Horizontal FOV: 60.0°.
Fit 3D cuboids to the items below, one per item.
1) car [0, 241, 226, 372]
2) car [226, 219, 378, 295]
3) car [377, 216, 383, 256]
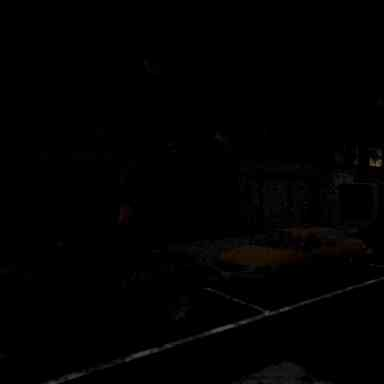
[{"bbox_3d":[-1.754,1.564,5.515,4.313,1.339,1.947,0,0,-36],"label":"car"},{"bbox_3d":[2.721,1.518,8.708,4.829,1.417,1.752,0,0,-36],"label":"car"},{"bbox_3d":[7.474,1.552,12.099,4.313,1.339,1.947,0,0,-36],"label":"car"}]
